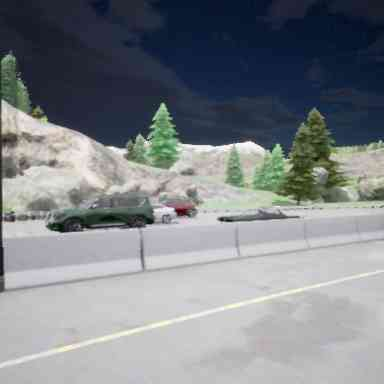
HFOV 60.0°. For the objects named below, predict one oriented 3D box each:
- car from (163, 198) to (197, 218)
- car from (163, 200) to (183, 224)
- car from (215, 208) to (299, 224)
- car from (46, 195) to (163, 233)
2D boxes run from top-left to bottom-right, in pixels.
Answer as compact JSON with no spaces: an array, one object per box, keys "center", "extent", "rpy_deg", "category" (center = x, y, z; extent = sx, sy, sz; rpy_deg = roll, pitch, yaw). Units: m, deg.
[{"center":[-1.893,1.278,27.410],"extent":[4.553,1.767,2.097],"rpy_deg":[0,0,-30],"category":"car"},{"center":[-3.269,1.463,22.540],"extent":[4.674,1.442,1.812],"rpy_deg":[0,0,-31],"category":"car"},{"center":[3.646,1.555,18.546],"extent":[4.718,1.301,1.895],"rpy_deg":[0,0,-30],"category":"car"},{"center":[-4.654,1.171,17.578],"extent":[5.566,2.045,2.150],"rpy_deg":[0,0,-33],"category":"car"}]
